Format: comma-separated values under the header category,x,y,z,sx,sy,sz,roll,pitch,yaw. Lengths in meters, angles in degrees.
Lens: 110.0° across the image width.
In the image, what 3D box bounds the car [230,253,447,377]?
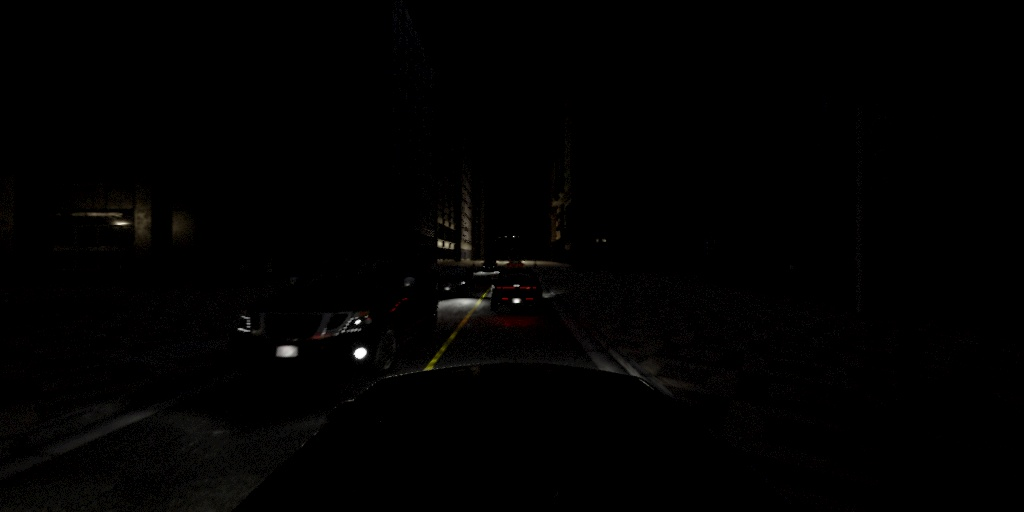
category,x,y,z,sx,sy,sz,roll,pitch,yaw
car,-3.066,0.952,7.681,2.150,2.045,5.566,0,0,0

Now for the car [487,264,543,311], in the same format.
category,x,y,z,sx,sy,sz,roll,pitch,yaw
car,0.181,1.234,14.405,1.837,1.490,4.892,0,0,0

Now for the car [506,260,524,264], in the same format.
category,x,y,z,sx,sy,sz,roll,pitch,yaw
car,0.373,1.163,40.561,1.882,1.535,5.008,0,0,0

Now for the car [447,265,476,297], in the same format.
category,x,y,z,sx,sy,sz,roll,pitch,yaw
car,-2.971,1.237,18.896,1.812,1.442,4.674,0,0,0

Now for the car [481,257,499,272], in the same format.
category,x,y,z,sx,sy,sz,roll,pitch,yaw
car,-2.696,1.182,44.467,1.837,1.490,4.892,0,0,1
